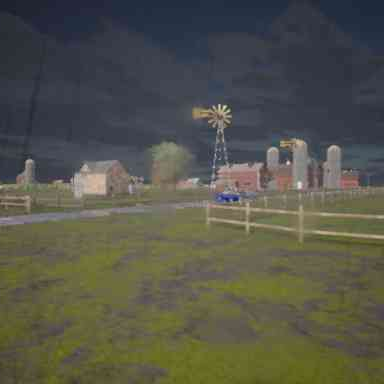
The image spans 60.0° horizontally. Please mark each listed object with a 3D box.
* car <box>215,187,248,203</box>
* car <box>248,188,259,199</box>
[{"bbox_3d":[4.844,0.550,42.764,1.882,1.535,5.008,0,1,36],"label":"car"},{"bbox_3d":[9.172,0.436,53.408,1.994,1.385,4.181,0,1,36],"label":"car"}]
